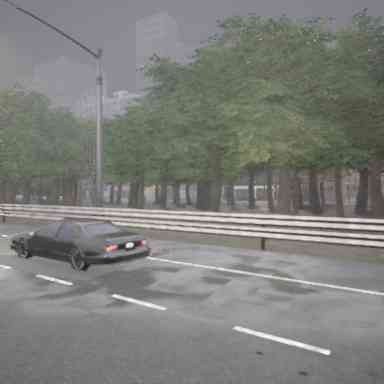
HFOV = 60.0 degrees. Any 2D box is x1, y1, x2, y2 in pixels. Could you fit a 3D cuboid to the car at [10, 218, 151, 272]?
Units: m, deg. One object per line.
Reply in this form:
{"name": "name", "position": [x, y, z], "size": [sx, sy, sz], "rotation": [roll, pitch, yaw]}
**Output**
{"name": "car", "position": [-3.808, 1.561, 10.890], "size": [5.357, 1.411, 2.033], "rotation": [0, 0, 36]}
